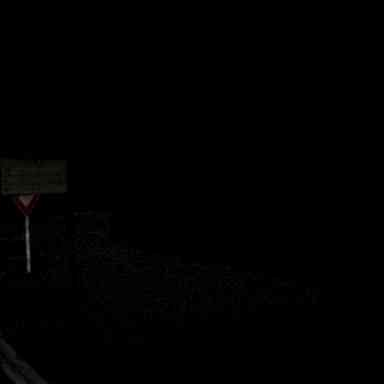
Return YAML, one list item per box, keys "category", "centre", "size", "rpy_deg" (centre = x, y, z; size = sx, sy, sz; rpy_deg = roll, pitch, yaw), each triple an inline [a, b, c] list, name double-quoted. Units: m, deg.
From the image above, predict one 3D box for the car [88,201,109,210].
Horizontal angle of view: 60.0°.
- category: "car"
  centre: [-16.554, 2.470, 61.971]
  size: [1.882, 1.535, 5.008]
  rpy_deg: [-5, 2, 18]

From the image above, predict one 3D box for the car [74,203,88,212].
- category: "car"
  centre: [-20.049, 2.825, 62.127]
  size: [2.128, 1.511, 4.902]
  rpy_deg: [-5, 2, 18]
